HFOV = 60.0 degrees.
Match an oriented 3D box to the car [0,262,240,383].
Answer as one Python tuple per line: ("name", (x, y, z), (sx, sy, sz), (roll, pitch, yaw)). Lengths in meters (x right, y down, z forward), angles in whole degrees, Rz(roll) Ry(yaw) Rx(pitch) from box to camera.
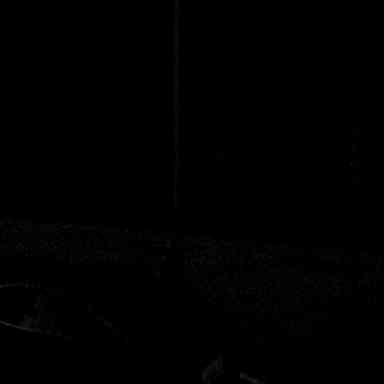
("car", (-1.515, 1.569, 4.043), (4.313, 1.339, 1.947), (0, 0, 36))
